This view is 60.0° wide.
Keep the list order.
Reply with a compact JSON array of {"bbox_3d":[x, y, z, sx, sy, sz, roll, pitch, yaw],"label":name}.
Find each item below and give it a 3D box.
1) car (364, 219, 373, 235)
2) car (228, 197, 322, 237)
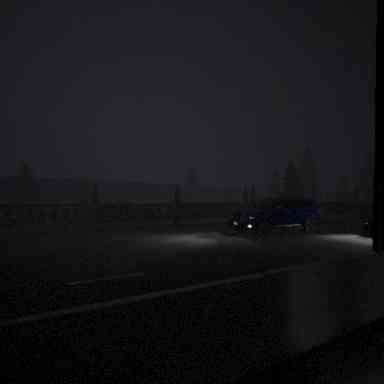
[{"bbox_3d":[11.567,1.653,18.106,4.674,1.442,1.812,0,0,-23],"label":"car"},{"bbox_3d":[4.766,1.315,18.764,5.566,2.045,2.150,0,0,-27],"label":"car"}]
